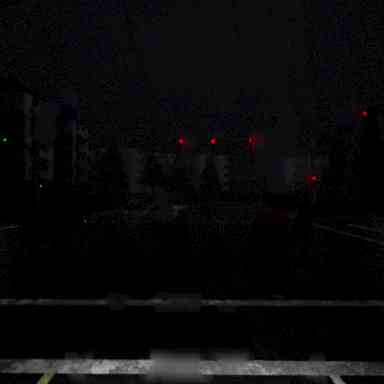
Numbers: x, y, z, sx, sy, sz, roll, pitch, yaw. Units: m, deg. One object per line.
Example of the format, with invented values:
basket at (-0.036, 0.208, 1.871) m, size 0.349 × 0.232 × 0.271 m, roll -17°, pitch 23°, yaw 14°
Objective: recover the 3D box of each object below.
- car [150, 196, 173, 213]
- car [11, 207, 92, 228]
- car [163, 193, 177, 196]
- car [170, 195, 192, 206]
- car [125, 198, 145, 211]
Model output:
car at (-3.614, 1.510, 38.148) m, size 1.882 × 1.535 × 5.008 m, roll 0°, pitch 0°, yaw 0°
car at (-9.233, 1.620, 21.977) m, size 4.718 × 1.301 × 1.895 m, roll 0°, pitch 0°, yaw 1°
car at (-4.142, 1.274, 59.414) m, size 2.150 × 2.045 × 5.566 m, roll 0°, pitch 0°, yaw 20°
car at (-1.521, 1.595, 56.296) m, size 2.033 × 1.411 × 5.357 m, roll 0°, pitch 0°, yaw 18°
car at (-7.066, 1.512, 41.550) m, size 1.882 × 1.535 × 5.008 m, roll 0°, pitch 0°, yaw 1°
